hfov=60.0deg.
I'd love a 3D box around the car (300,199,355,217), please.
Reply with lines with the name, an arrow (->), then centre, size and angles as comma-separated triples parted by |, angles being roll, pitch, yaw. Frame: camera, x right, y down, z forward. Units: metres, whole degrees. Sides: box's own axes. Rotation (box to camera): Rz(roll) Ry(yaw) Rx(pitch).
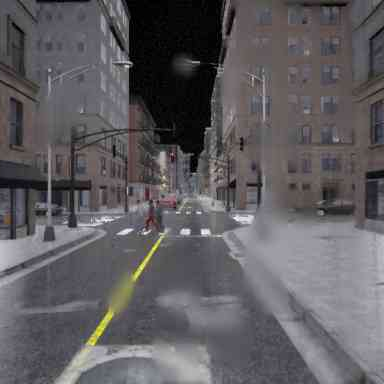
car -> 12.422, 1.352, 28.888 | 5.008, 1.535, 1.882 | -1, 0, -1

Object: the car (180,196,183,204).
car -> -3.086, 1.176, 58.513 | 2.150, 2.045, 5.566 | 0, 0, 0

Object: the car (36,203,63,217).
car -> -14.628, 1.703, 31.820 | 4.403, 1.369, 2.008 | -1, 0, 0

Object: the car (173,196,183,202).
car -> -3.005, 1.514, 72.403 | 1.895, 1.301, 4.718 | 0, 0, 0

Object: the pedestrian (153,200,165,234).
pedestrian -> -1.762, 1.291, 17.759 | 0.375, 1.860, 0.375 | 0, 0, 0

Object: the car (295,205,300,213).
car -> 12.135, 1.433, 31.632 | 4.507, 1.381, 1.887 | -1, 0, 0

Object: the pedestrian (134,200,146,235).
pedestrian -> -2.707, 1.292, 17.159 | 0.375, 1.860, 0.375 | 0, 0, 0

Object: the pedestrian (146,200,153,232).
pedestrian -> -2.272, 1.291, 18.359 | 0.375, 1.860, 0.375 | 0, 0, 0

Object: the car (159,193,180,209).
car -> -3.101, 1.201, 44.523 | 2.150, 2.045, 5.566 | 0, 0, 0
